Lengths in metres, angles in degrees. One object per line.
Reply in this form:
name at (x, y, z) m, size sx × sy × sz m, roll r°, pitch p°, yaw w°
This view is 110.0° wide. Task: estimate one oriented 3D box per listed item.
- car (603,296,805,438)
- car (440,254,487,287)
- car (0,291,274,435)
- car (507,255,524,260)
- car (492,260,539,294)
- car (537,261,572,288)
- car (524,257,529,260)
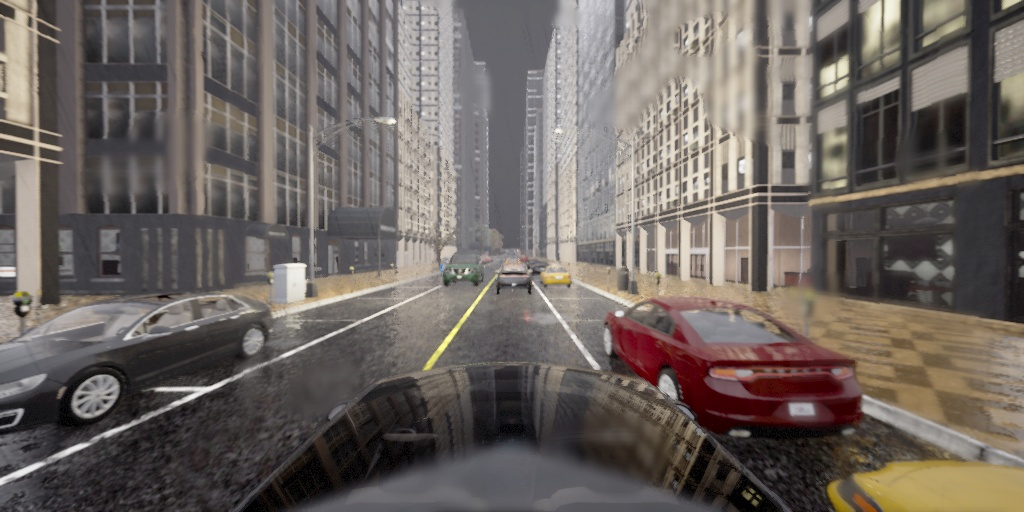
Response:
car at (2.690, 1.278, 5.547) m, size 1.888 × 1.381 × 4.507 m, roll 0°, pitch 0°, yaw 0°
car at (-3.093, 0.865, 23.875) m, size 2.150 × 2.045 × 5.566 m, roll 0°, pitch 0°, yaw 0°
car at (-5.690, 1.283, 5.550) m, size 2.007 × 1.370 × 4.403 m, roll 0°, pitch 0°, yaw 0°
car at (0.103, 1.024, 41.908) m, size 1.882 × 1.535 × 5.008 m, roll 0°, pitch 0°, yaw 0°
car at (0.099, 1.157, 19.687) m, size 2.128 × 1.511 × 4.902 m, roll 0°, pitch 0°, yaw 0°
car at (2.691, 1.175, 22.813) m, size 1.751 × 1.417 × 4.829 m, roll 0°, pitch 0°, yaw 0°
car at (2.691, 1.092, 45.436) m, size 1.948 × 1.339 × 4.313 m, roll 0°, pitch 0°, yaw 0°
